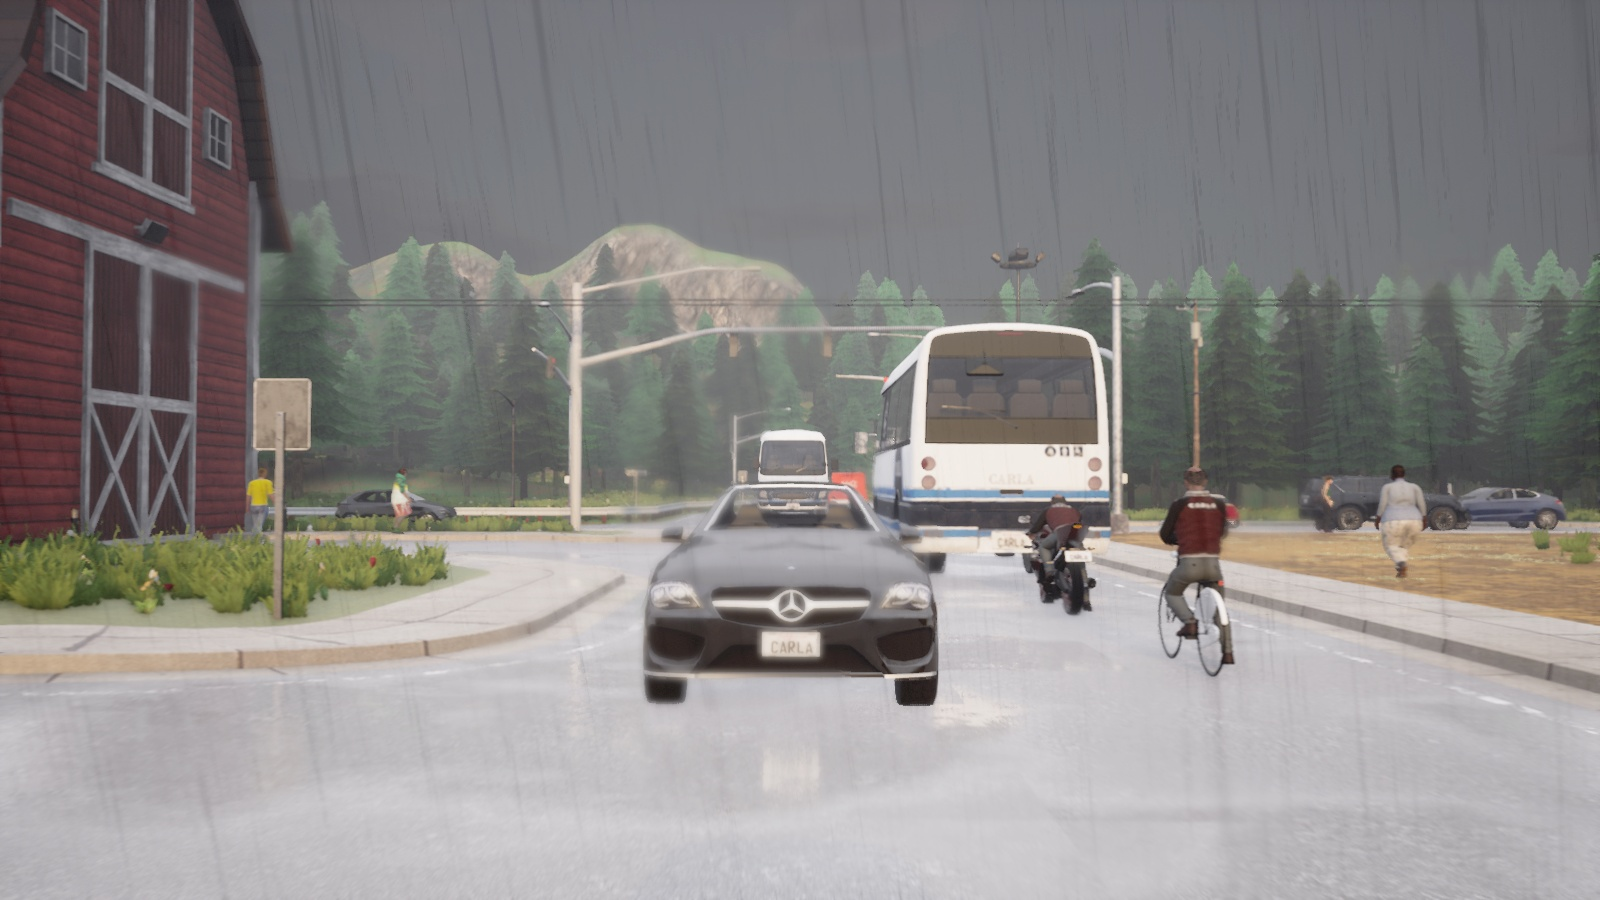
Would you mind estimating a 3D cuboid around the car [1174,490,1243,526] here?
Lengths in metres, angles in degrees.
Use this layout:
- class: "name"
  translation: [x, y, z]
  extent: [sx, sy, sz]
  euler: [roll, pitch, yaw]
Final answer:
- class: "car"
  translation: [15.832, 2.239, 48.709]
  extent: [2.207, 1.376, 1.481]
  euler: [0, -2, 1]

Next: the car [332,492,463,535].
- class: "car"
  translation: [-14.568, 2.296, 45.607]
  extent: [4.193, 1.474, 1.816]
  euler: [0, -2, 1]

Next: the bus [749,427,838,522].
- class: "bus"
  translation: [-0.323, 1.254, 61.595]
  extent: [3.944, 4.253, 10.273]
  euler: [0, -2, 0]

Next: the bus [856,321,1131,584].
- class: "bus"
  translation: [3.356, 0.182, 25.505]
  extent: [3.944, 4.253, 10.273]
  euler: [0, -2, 0]

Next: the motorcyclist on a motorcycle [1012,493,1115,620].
- class: "motorcyclist on a motorcycle"
  translation: [3.408, 1.335, 16.455]
  extent: [0.866, 1.530, 2.191]
  euler: [0, -2, 0]

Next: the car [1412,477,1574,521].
- class: "car"
  translation: [26.728, 1.892, 48.576]
  extent: [5.027, 1.651, 2.152]
  euler: [0, -2, 1]

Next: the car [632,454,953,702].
- class: "car"
  translation: [-0.066, 0.937, 10.956]
  extent: [2.152, 1.651, 5.027]
  euler: [0, -2, 0]

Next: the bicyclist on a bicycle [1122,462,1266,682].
- class: "bicyclist on a bicycle"
  translation: [3.434, 1.014, 11.110]
  extent: [0.659, 1.776, 1.843]
  euler: [0, -2, 0]

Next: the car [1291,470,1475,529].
- class: "car"
  translation: [20.889, 1.769, 45.159]
  extent: [5.566, 2.045, 2.150]
  euler: [0, -2, 1]

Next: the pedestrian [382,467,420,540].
- class: "pedestrian"
  translation: [-10.899, 1.445, 34.286]
  extent: [0.873, 1.952, 0.659]
  euler: [0, -2, -27]

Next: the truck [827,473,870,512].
- class: "truck"
  translation: [3.130, 2.725, 82.180]
  extent: [2.627, 2.467, 5.204]
  euler: [0, -1, 0]

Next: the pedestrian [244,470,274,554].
- class: "pedestrian"
  translation: [-11.965, 1.366, 27.798]
  extent: [0.354, 1.836, 0.706]
  euler: [0, -2, -1]

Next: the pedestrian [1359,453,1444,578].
- class: "pedestrian"
  translation: [9.093, 0.981, 19.015]
  extent: [0.874, 1.855, 0.900]
  euler: [-1, -2, 6]

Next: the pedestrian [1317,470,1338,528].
- class: "pedestrian"
  translation: [16.733, 1.561, 39.848]
  extent: [0.594, 1.836, 0.345]
  euler: [-1, -2, 21]
